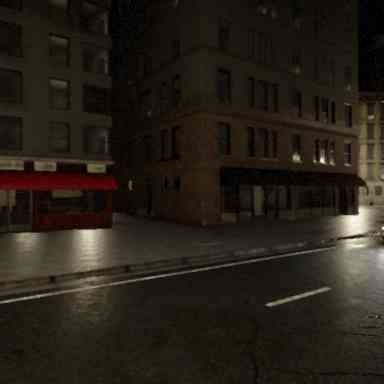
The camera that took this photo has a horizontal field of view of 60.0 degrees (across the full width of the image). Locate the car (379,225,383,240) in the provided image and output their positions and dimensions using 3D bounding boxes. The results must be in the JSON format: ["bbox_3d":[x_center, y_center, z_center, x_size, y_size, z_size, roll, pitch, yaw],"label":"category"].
[{"bbox_3d":[10.548,1.670,15.205,4.718,1.301,1.895,0,0,-35],"label":"car"}]
